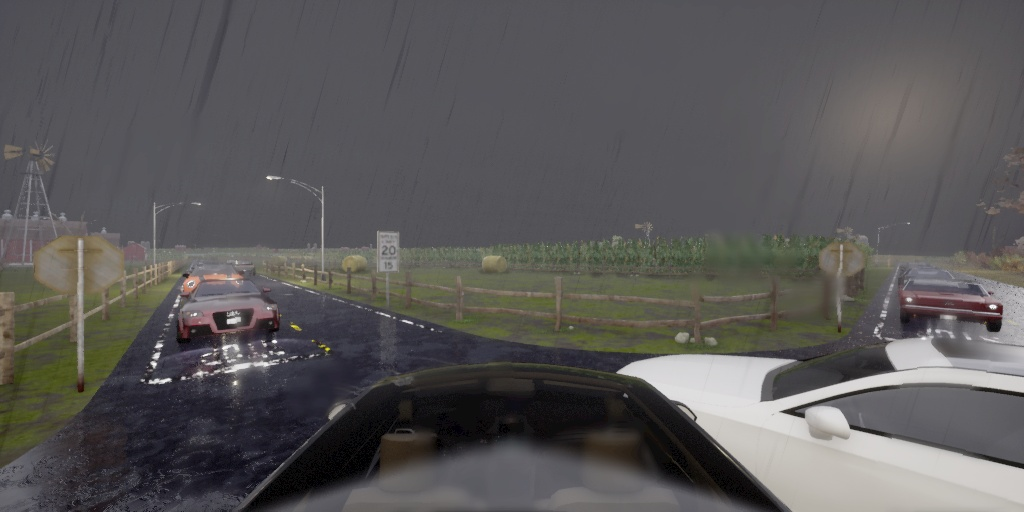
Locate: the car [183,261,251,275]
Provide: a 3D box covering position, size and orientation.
[{"bbox_3d":[-13.628,1.134,16.454,2.097,1.767,4.553,0,0,-41],"label":"car"}]

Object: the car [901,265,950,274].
[{"bbox_3d":[20.691,1.351,17.821,5.357,1.411,2.033,0,1,-42],"label":"car"}]

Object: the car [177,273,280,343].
[{"bbox_3d":[-7.888,1.351,9.939,1.994,1.385,4.181,0,0,-42],"label":"car"}]

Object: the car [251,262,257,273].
[{"bbox_3d":[-26.788,1.268,35.755,2.128,1.511,4.902,0,0,-41],"label":"car"}]

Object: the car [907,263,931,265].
[{"bbox_3d":[27.480,1.384,24.039,4.181,1.385,1.994,0,1,-43],"label":"car"}]

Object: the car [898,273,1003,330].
[{"bbox_3d":[13.578,1.391,11.297,4.718,1.301,1.895,0,1,-43],"label":"car"}]

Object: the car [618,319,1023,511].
[{"bbox_3d":[2.850,1.293,2.293,1.812,1.442,4.674,0,1,-44],"label":"car"}]
